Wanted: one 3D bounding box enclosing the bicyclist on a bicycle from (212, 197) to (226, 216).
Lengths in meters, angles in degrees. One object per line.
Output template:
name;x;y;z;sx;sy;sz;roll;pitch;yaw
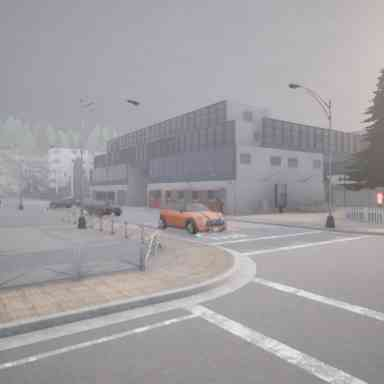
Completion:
bicyclist on a bicycle;2.307;1.285;28.683;1.656;1.620;0.582;0;0;-35

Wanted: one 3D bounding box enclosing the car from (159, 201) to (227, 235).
car;-0.043;1.337;18.988;2.097;1.767;4.553;0;0;-35

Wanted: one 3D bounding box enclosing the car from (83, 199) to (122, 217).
car;-8.088;1.585;30.512;1.895;1.301;4.718;0;0;-35

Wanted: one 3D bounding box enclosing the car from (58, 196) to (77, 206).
car;-20.446;1.489;54.513;1.837;1.490;4.892;0;0;-35

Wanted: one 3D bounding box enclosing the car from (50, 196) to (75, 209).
car;-17.272;1.585;43.751;1.895;1.301;4.718;0;0;-34

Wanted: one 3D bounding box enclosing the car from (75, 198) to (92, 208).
car;-14.729;1.532;46.404;2.033;1.411;5.357;0;0;-34
